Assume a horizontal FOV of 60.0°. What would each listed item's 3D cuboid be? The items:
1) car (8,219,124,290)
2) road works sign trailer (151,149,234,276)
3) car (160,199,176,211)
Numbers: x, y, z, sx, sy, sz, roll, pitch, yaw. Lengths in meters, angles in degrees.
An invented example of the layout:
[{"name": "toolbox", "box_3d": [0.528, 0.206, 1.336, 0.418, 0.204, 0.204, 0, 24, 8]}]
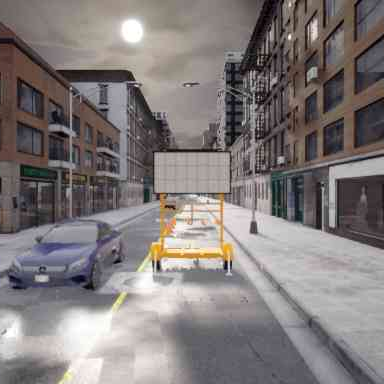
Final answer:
[{"name": "car", "box_3d": [-3.096, 1.527, 9.188, 1.812, 1.442, 4.674, 0, 0, 0]}, {"name": "road works sign trailer", "box_3d": [0.004, 0.466, 10.381, 2.380, 3.560, 2.880, 0, 0, 0]}, {"name": "car", "box_3d": [-2.983, 1.585, 42.114, 2.033, 1.411, 5.357, 0, 0, 0]}]
